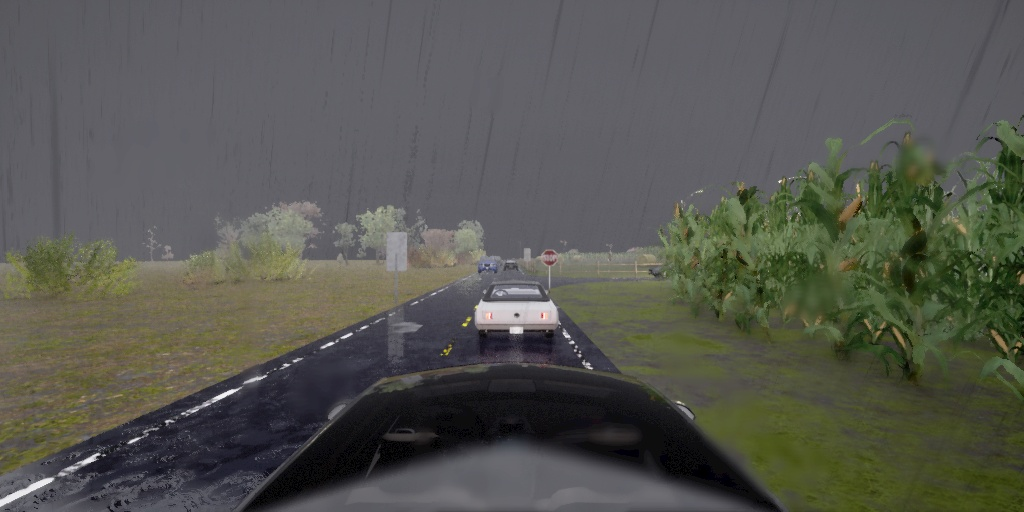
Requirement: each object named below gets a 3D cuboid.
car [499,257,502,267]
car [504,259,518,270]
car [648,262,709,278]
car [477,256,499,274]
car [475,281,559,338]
[{"bbox_3d":[-3.068,1.285,53.763,2.128,1.511,4.902,0,0,-1],"label":"car"},{"bbox_3d":[-0.137,1.268,51.931,1.882,1.535,5.008,0,0,0],"label":"car"},{"bbox_3d":[14.400,1.139,31.156,4.892,1.490,1.837,-1,-1,-1],"label":"car"},{"bbox_3d":[-2.851,0.998,42.132,2.150,2.045,5.566,0,0,-3],"label":"car"},{"bbox_3d":[0.102,1.353,10.145,1.895,1.301,4.718,0,0,0],"label":"car"}]
